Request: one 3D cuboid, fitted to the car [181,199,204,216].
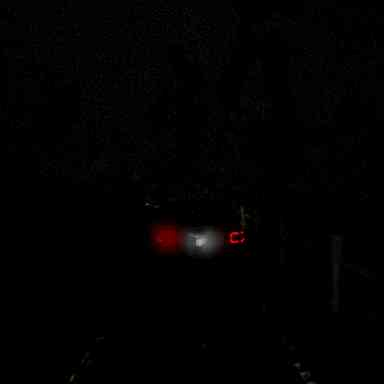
[{"bbox_3d":[0.061,1.348,30.289,1.895,1.301,4.718,0,0,0],"label":"car"}]

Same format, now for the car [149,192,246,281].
[{"bbox_3d":[0.097,1.139,9.758,2.150,2.045,5.566,0,0,-3],"label":"car"}]

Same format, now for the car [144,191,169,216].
[{"bbox_3d":[-2.872,0.972,29.876,2.150,2.045,5.566,0,0,0],"label":"car"}]
